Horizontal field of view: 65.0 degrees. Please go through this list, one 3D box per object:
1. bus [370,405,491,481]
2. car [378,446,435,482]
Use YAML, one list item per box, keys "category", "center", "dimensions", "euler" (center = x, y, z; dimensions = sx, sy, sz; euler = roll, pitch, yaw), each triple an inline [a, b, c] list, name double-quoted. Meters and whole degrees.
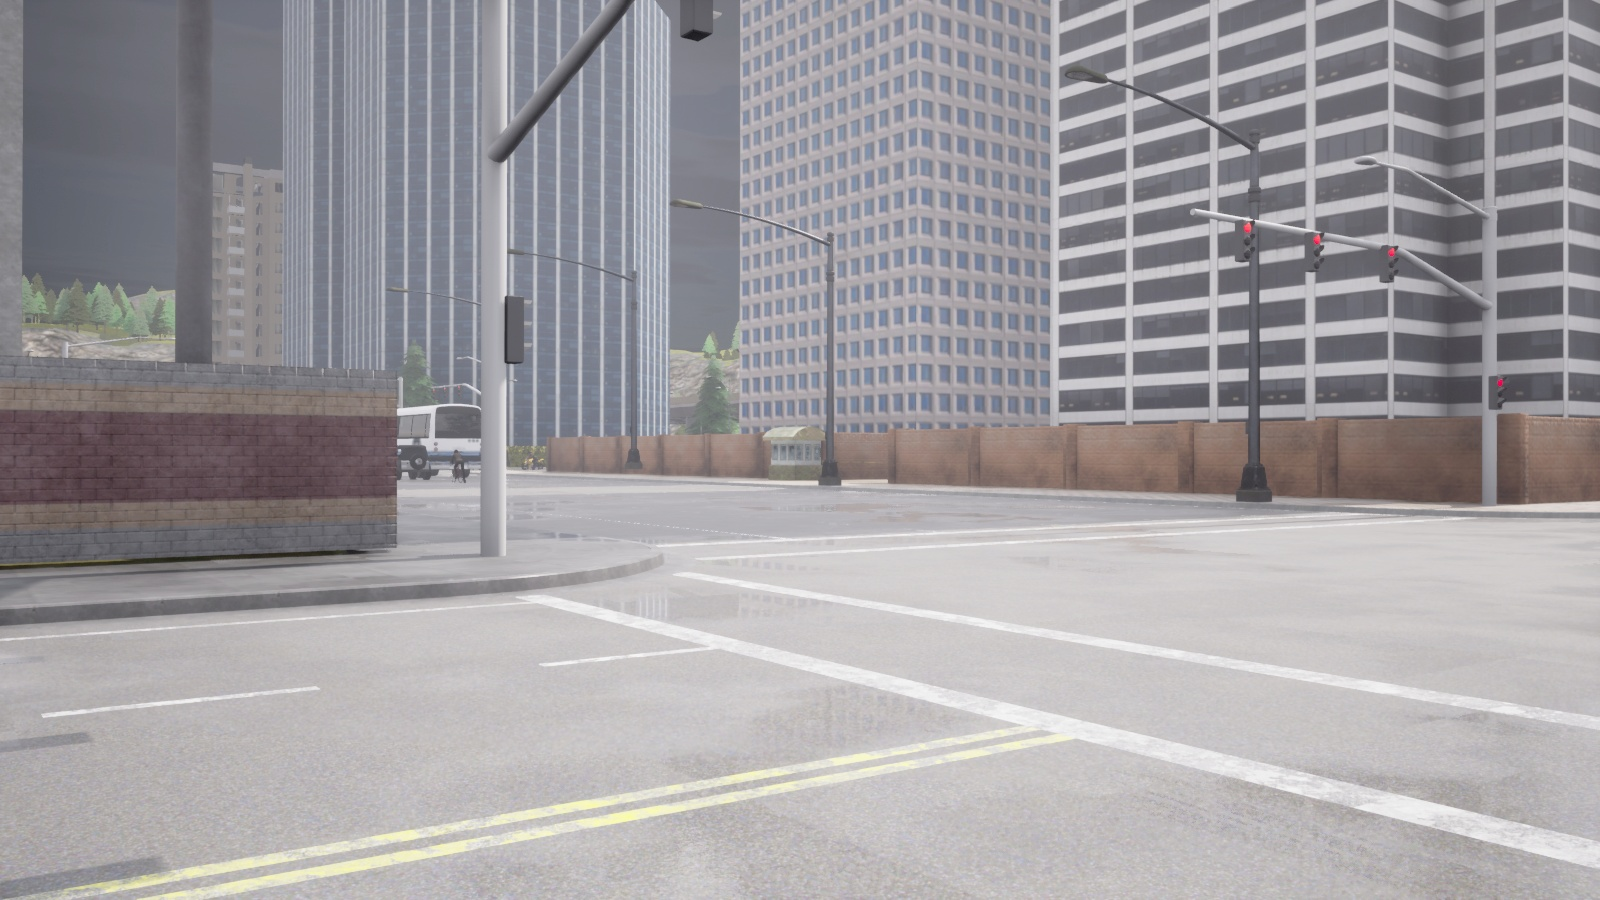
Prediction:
- category: "bus"
  center: [-22.406, -0.399, 75.653]
  dimensions: [3.944, 4.253, 10.273]
  euler: [0, 0, -35]
- category: "car"
  center: [-21.288, 0.752, 67.864]
  dimensions: [1.905, 1.878, 3.866]
  euler: [0, 0, -35]
